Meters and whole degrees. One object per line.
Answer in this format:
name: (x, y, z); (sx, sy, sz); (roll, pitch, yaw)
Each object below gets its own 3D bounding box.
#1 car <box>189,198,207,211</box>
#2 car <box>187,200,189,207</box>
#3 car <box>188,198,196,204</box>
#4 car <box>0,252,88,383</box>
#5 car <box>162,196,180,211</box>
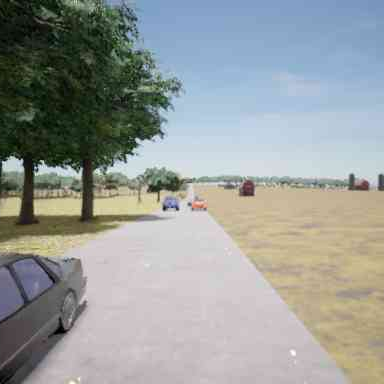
car: (0.960, 1.667, 46.828); (2.097, 1.767, 4.553); (0, -1, 0)
car: (-0.002, 2.197, 65.688); (1.895, 1.301, 4.718); (0, -1, 0)
car: (-0.003, 2.293, 83.420); (2.033, 1.411, 5.357); (0, -1, 0)
car: (-2.851, 1.539, 3.977); (2.033, 1.411, 5.357); (0, 0, 0)
car: (-2.837, 1.517, 45.450); (2.150, 2.045, 5.566); (0, 0, 0)
